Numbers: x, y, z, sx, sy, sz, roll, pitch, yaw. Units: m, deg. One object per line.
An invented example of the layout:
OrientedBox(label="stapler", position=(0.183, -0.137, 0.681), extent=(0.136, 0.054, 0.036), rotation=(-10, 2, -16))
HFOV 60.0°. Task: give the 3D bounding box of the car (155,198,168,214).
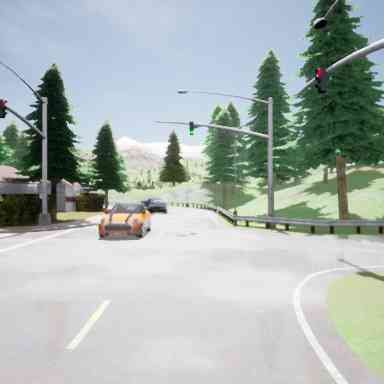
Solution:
OrientedBox(label="car", position=(-3.521, 1.599, 34.838), extent=(1.895, 1.301, 4.718), rotation=(0, 0, -1))

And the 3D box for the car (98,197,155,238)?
OrientedBox(label="car", position=(-3.449, 1.361, 17.721), extent=(2.097, 1.767, 4.553), rotation=(0, 0, 0))
